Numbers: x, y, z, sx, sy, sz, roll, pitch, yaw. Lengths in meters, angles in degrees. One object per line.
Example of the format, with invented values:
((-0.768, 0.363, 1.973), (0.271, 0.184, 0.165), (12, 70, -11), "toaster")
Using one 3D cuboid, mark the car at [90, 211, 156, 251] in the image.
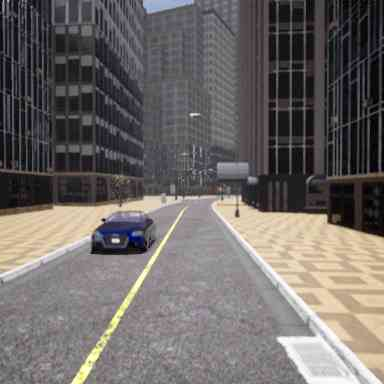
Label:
((-2.586, 1.454, 13.337), (1.994, 1.385, 4.181), (0, 0, 1), "car")
